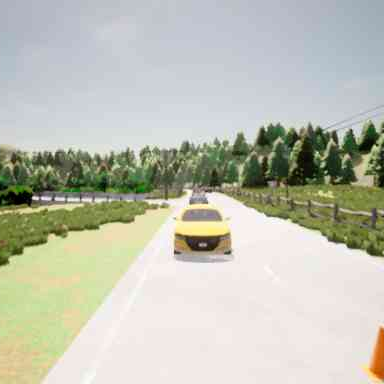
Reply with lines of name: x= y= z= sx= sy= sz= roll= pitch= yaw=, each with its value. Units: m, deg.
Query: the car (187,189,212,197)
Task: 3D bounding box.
car: x=0.611 y=0.779 z=32.931 sx=2.128 sy=1.511 sz=4.902 roll=0 pitch=1 yaw=1

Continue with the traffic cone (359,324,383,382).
traffic cone: x=2.236 y=1.868 z=3.943 sx=0.340 sy=0.580 sz=0.340 roll=0 pitch=1 yaw=0

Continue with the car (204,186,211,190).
car: x=4.151 y=-0.431 z=89.041 sx=1.837 sy=1.490 sz=4.892 roll=0 pitch=1 yaw=-3

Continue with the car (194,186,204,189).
car: x=1.170 y=-0.410 z=81.679 sx=2.097 sy=1.767 sz=4.553 roll=0 pitch=1 yaw=0

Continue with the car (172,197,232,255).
car: x=0.341 y=1.209 z=12.312 sx=1.882 sy=1.535 sz=5.008 roll=0 pitch=2 yaw=0
